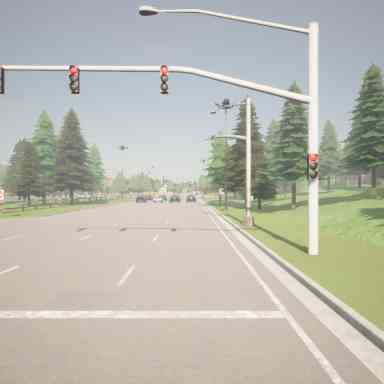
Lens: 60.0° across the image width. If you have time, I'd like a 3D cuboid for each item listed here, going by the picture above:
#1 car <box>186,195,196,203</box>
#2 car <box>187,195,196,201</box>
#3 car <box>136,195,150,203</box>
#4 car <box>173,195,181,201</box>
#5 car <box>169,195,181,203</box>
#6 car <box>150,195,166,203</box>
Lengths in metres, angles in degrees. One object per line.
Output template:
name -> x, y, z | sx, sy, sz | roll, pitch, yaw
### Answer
car -> -0.141, 1.346, 70.716 | 2.097, 1.767, 4.553 | 0, 0, 0
car -> -0.161, 1.385, 80.782 | 1.994, 1.385, 4.181 | 0, 0, 0
car -> -10.640, 1.492, 70.341 | 1.837, 1.490, 4.892 | 0, 0, 0
car -> -3.661, 1.356, 80.775 | 1.812, 1.442, 4.674 | 0, 0, 0
car -> -3.641, 1.347, 70.742 | 2.097, 1.767, 4.553 | 0, 0, 0
car -> -7.141, 1.587, 70.795 | 1.895, 1.301, 4.718 | 0, 0, 0
